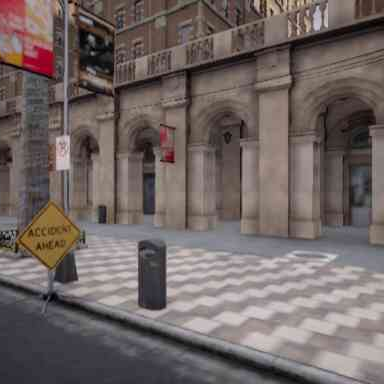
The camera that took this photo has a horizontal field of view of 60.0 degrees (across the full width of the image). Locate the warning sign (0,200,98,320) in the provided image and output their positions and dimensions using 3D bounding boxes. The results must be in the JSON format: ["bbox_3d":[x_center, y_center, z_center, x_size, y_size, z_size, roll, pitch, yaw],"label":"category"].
[{"bbox_3d":[-2.586,1.088,6.083,1.060,1.860,1.300,0,0,36],"label":"warning sign"}]
